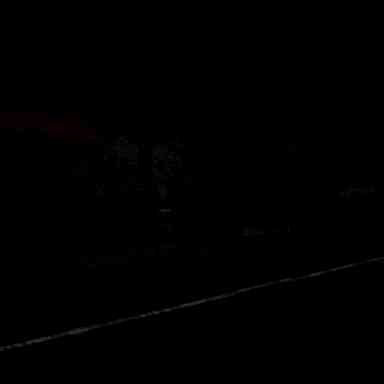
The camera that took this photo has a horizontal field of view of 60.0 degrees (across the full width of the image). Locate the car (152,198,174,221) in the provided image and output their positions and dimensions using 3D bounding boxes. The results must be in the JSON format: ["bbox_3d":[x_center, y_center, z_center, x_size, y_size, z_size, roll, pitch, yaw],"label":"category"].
[{"bbox_3d":[-2.887,1.166,22.560,1.970,1.475,3.806,0,0,-35],"label":"car"}]
